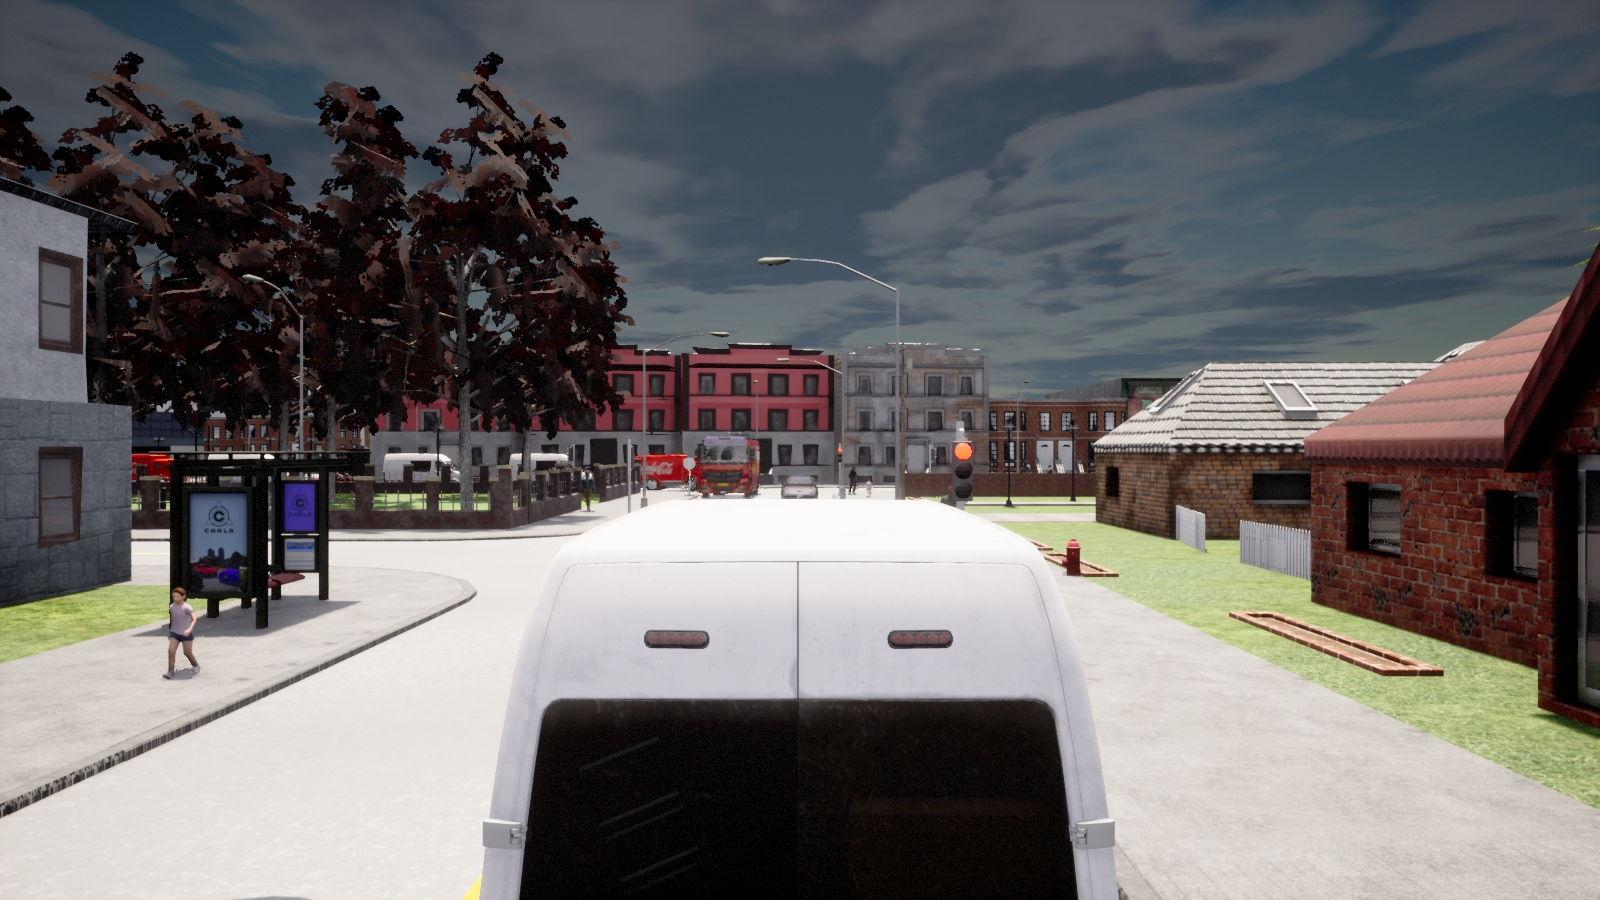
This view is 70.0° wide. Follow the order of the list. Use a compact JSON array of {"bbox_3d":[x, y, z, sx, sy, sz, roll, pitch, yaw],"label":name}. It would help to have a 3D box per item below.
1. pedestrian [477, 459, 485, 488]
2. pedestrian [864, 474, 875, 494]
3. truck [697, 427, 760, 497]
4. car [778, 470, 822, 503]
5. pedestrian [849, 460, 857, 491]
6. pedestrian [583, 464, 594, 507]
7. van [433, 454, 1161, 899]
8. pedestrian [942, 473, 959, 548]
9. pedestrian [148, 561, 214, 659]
[{"bbox_3d":[-20.482,1.523,73.366,0.375,1.860,0.375,0,0,0],"label":"pedestrian"},{"bbox_3d":[3.899,1.898,64.426,0.500,1.100,0.500,0,0,-10],"label":"pedestrian"},{"bbox_3d":[-4.090,0.670,67.346,2.891,3.827,8.468,0,0,2],"label":"truck"},{"bbox_3d":[-0.021,1.827,57.775,2.128,1.511,4.902,0,0,0],"label":"car"},{"bbox_3d":[3.165,1.516,67.964,0.375,1.860,0.375,0,0,-18],"label":"pedestrian"},{"bbox_3d":[-9.108,1.526,49.203,0.375,1.860,0.375,0,0,-1],"label":"pedestrian"},{"bbox_3d":[-0.009,1.315,6.082,1.988,2.561,5.915,0,0,0],"label":"van"},{"bbox_3d":[3.817,1.523,28.924,0.375,1.860,0.375,0,0,0],"label":"pedestrian"},{"bbox_3d":[-7.368,1.896,13.611,0.500,1.100,0.500,0,0,2],"label":"pedestrian"}]
